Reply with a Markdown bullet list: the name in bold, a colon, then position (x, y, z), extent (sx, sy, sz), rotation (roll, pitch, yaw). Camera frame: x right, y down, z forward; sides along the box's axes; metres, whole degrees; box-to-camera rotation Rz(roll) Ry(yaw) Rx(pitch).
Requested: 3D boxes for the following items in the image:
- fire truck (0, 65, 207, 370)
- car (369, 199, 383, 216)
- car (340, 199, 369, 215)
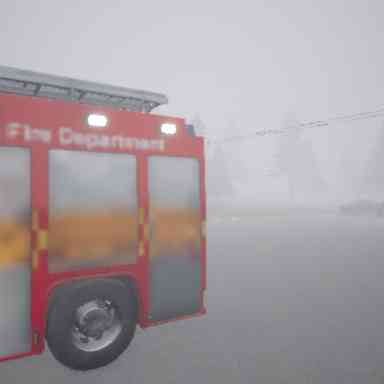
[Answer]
- **fire truck**: position (-3.987, 0.342, 4.066), extent (8.468, 3.827, 2.891), rotation (0, 0, -32)
- **car**: position (19.472, 1.221, 31.218), extent (5.566, 2.045, 2.150), rotation (0, 0, -32)
- **car**: position (17.117, 1.477, 33.878), extent (5.008, 1.535, 1.882), rotation (0, 0, -32)
